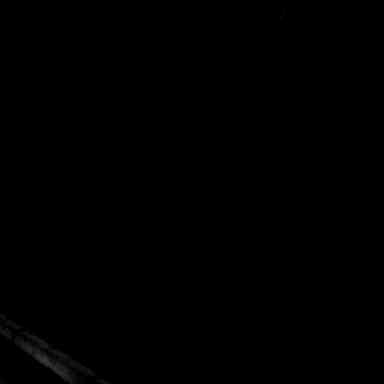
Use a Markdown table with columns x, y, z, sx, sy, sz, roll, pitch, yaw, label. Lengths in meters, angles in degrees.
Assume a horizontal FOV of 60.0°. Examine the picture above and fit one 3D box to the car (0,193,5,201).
| x | y | z | sx | sy | sz | roll | pitch | yaw | label |
| --- | --- | --- | --- | --- | --- | --- | --- | --- | --- |
| -31.853 | 0.852 | 53.788 | 2.128 | 1.511 | 4.902 | -3 | 3 | -14 | car |
